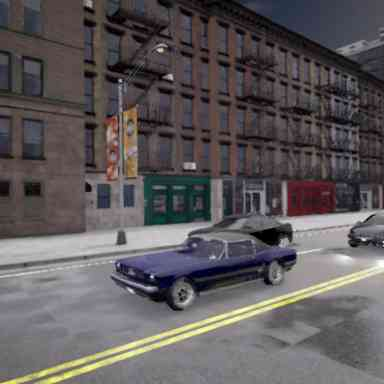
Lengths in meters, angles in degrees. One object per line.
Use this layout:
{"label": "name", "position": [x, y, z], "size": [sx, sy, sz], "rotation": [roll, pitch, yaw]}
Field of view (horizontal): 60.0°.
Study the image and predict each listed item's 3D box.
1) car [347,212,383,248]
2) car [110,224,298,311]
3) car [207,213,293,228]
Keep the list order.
{"label": "car", "position": [8.731, 1.650, 14.723], "size": [4.892, 1.490, 1.837], "rotation": [0, -1, -38]}
{"label": "car", "position": [0.482, 1.724, 8.225], "size": [4.718, 1.301, 1.895], "rotation": [0, -1, -38]}
{"label": "car", "position": [2.082, 1.664, 13.523], "size": [5.008, 1.535, 1.882], "rotation": [1, -1, -38]}
